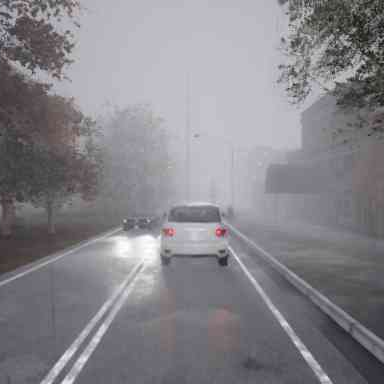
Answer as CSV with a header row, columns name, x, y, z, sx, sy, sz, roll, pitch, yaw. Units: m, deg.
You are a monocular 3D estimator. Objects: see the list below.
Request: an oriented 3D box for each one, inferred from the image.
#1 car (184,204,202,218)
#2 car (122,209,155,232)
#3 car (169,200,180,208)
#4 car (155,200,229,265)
name,x,y,z,sx,sy,sz,roll,pitch,yaw
car,0.091,2.028,36.934,1.895,1.301,4.718,0,-1,0
car,-3.357,1.861,22.397,1.895,1.301,4.718,0,-1,0
car,-3.286,2.219,63.321,1.837,1.490,4.892,0,0,1
car,0.086,1.367,12.373,2.150,2.045,5.566,0,0,0
